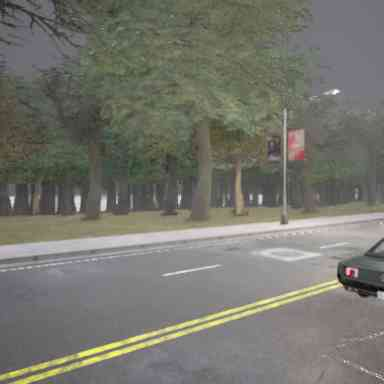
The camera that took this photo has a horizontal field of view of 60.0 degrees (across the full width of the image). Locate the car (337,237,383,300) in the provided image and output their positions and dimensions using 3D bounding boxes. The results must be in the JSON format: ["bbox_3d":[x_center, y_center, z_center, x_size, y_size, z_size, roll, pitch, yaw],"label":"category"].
[{"bbox_3d":[5.290,1.585,7.279,4.718,1.301,1.895,0,0,-36],"label":"car"}]
